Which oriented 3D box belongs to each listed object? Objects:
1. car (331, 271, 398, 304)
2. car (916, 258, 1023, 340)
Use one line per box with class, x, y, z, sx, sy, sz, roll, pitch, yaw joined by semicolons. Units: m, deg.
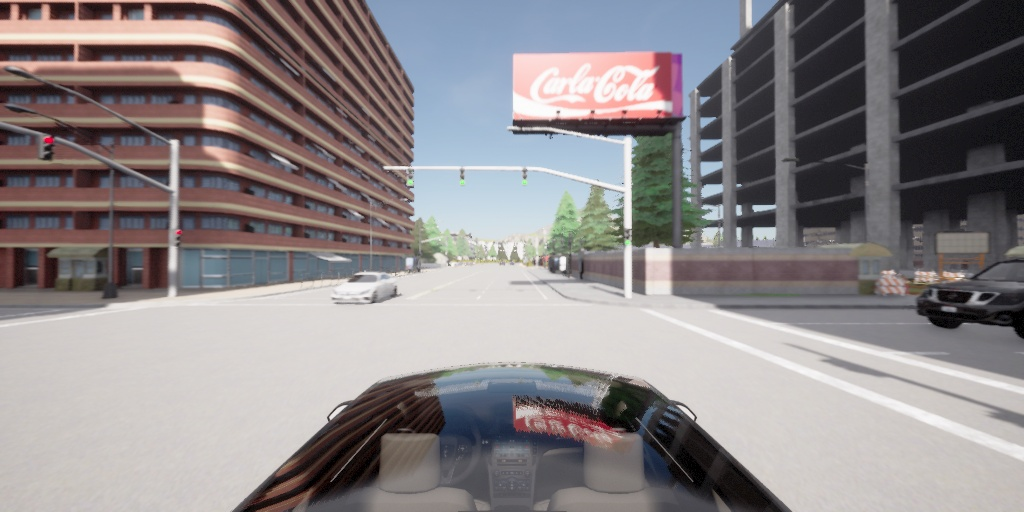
car;-6.973;1.501;17.513;1.812;1.442;4.674;0;0;0
car;14.285;1.054;9.452;5.566;2.045;2.150;0;-1;0
